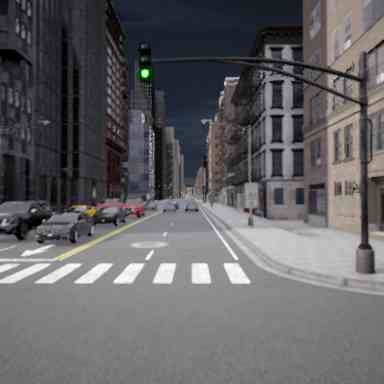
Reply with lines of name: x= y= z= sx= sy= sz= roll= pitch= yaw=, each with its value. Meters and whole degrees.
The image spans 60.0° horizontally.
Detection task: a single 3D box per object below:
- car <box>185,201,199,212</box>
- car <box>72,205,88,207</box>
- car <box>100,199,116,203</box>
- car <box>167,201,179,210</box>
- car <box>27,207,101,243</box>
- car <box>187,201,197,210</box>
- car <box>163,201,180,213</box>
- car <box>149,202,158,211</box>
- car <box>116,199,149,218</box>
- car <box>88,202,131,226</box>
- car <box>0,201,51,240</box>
car: x=-0.027 y=2.293 z=49.686 sx=1.994 sy=1.385 sz=4.181 roll=0 pitch=-1 yaw=0
car: x=-9.859 y=1.928 z=29.187 sx=1.882 sy=1.535 sz=5.008 roll=0 pitch=-1 yaw=0
car: x=-9.860 y=1.826 z=39.733 sx=2.150 sy=2.045 sz=5.566 roll=0 pitch=-1 yaw=0
car: x=-3.282 y=2.354 z=59.274 sx=1.882 sy=1.535 sz=5.008 roll=0 pitch=-1 yaw=0
car: x=-6.586 y=1.783 z=17.753 sx=1.837 sy=1.490 sz=4.892 roll=0 pitch=-1 yaw=-1
car: x=-0.032 y=2.401 z=59.691 sx=1.812 sy=1.442 sz=4.674 roll=0 pitch=-1 yaw=0
car: x=-3.276 y=2.271 z=48.852 sx=2.033 sy=1.411 sz=5.357 roll=0 pitch=-1 yaw=0
car: x=-6.530 y=2.320 z=53.324 sx=1.837 sy=1.490 sz=4.892 roll=0 pitch=-1 yaw=0
car: x=-6.615 y=1.784 z=37.511 sx=2.150 sy=2.045 sz=5.566 roll=0 pitch=-1 yaw=0
car: x=-6.610 y=1.891 z=27.171 sx=1.882 sy=1.535 sz=5.008 roll=0 pitch=-1 yaw=0
car: x=-9.873 y=1.528 z=19.201 sx=2.150 sy=2.045 sz=5.566 roll=0 pitch=-1 yaw=-2
